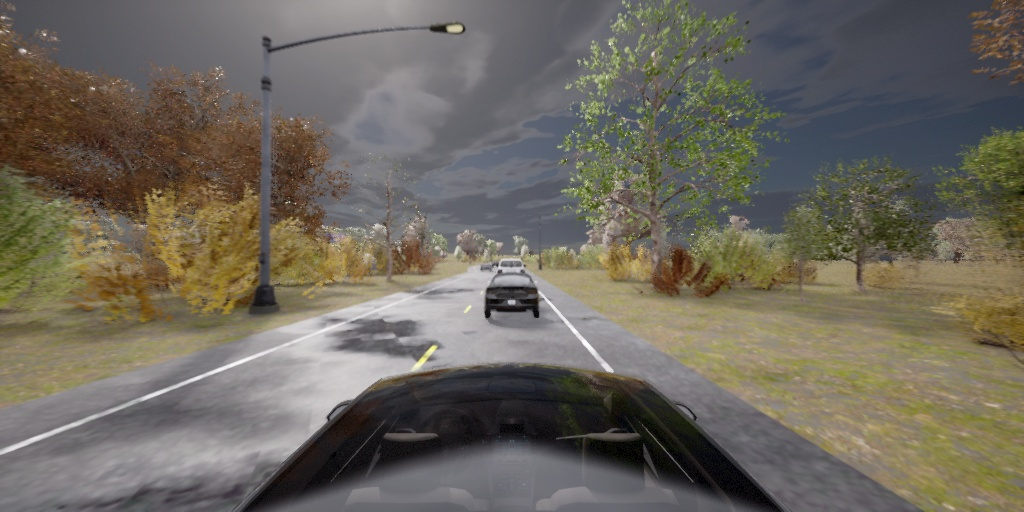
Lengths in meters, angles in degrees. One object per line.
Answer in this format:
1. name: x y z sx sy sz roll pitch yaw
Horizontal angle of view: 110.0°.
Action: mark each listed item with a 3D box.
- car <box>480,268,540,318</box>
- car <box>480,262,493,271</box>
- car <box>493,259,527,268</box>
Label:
1. car: 0.020 1.355 13.790 1.882 1.535 5.008 0 -1 1
2. car: -4.296 1.899 59.970 1.994 1.385 4.181 0 0 -4
3. car: -0.046 1.250 28.097 2.150 2.045 5.566 0 0 0
